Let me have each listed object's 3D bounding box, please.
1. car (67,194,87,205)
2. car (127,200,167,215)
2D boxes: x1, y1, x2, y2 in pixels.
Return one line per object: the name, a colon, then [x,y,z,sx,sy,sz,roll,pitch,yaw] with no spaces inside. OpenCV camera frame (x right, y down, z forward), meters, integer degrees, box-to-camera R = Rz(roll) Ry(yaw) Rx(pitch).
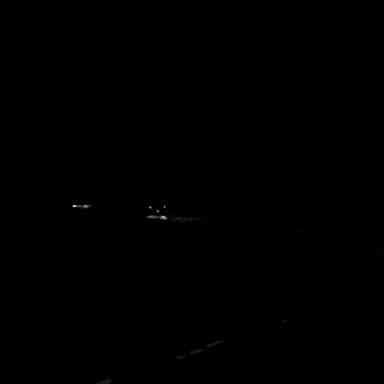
car: [-17.029,1.117,48.968,1.837,1.490,4.892,0,0,-35]
car: [-4.237,1.369,30.742,1.895,1.301,4.718,0,0,-35]
